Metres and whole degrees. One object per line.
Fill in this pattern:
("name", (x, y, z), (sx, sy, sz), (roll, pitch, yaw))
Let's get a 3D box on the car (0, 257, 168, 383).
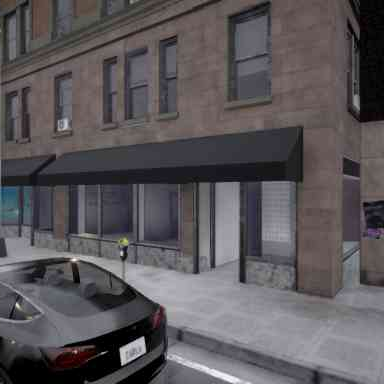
("car", (-2.260, 1.566, 4.413), (4.313, 1.339, 1.947), (0, 0, 35))
